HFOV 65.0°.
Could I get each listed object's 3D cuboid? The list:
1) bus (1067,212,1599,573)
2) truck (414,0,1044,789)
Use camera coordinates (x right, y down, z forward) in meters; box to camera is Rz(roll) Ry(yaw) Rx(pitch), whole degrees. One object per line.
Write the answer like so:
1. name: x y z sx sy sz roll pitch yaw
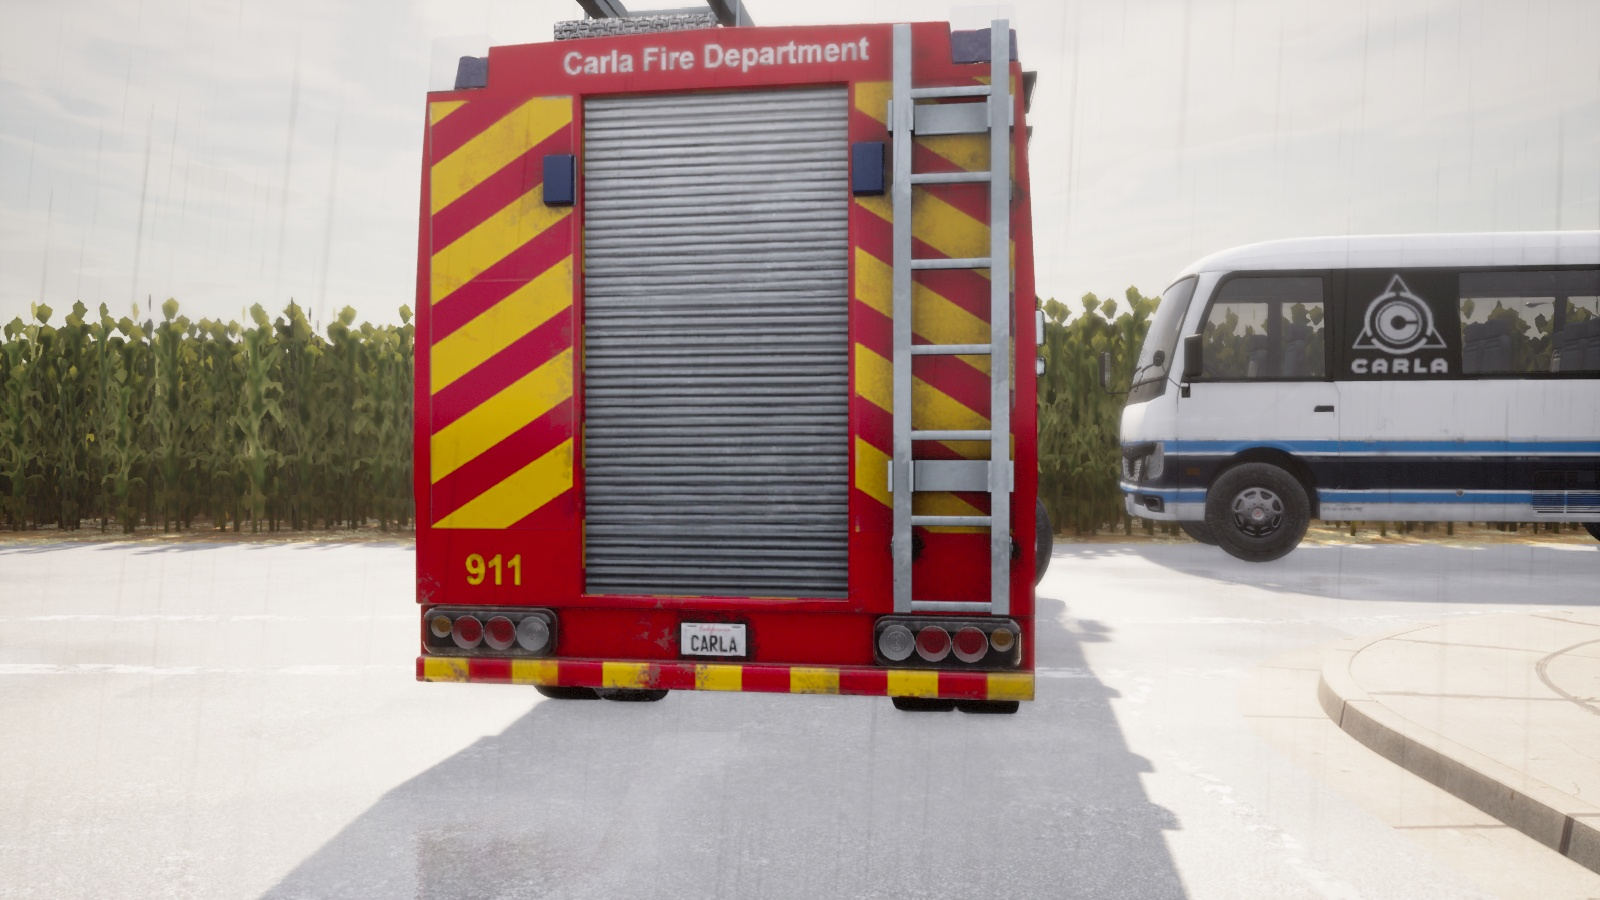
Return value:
1. bus: 8.975 -0.691 16.847 10.273 4.253 3.944 0 0 8
2. truck: 0.310 -0.466 9.815 2.891 3.827 8.468 0 0 9
